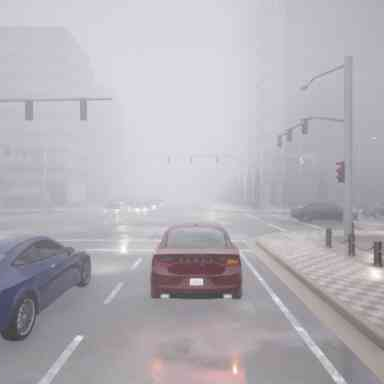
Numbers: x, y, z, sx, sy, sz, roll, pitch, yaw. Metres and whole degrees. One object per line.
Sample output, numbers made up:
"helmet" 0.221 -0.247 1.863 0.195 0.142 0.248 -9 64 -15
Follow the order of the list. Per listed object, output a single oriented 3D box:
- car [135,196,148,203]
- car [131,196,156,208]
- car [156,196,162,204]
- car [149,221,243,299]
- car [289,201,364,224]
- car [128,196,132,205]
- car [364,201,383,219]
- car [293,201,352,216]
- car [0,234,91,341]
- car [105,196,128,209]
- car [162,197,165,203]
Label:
"car" -10.349 1.548 68.756 1.994 1.385 4.181 0 0 0
"car" -6.990 1.482 48.646 2.128 1.511 4.902 0 0 0
"car" -6.952 1.479 57.952 2.128 1.511 4.902 0 0 0
"car" 0.099 1.476 8.498 1.882 1.535 5.008 0 0 0
"car" 9.302 1.465 23.714 4.674 1.442 1.812 0 0 2
"car" -10.468 1.479 54.787 2.128 1.511 4.902 0 0 0
"car" 16.340 1.431 27.373 4.902 1.511 2.128 0 0 0
"car" 12.051 1.539 30.919 4.718 1.301 1.895 0 0 1
"car" -3.416 1.524 6.370 1.812 1.442 4.674 0 0 0
"car" -10.498 1.496 45.561 1.837 1.490 4.892 0 0 0
"car" -6.847 1.582 69.786 1.895 1.301 4.718 0 0 0
